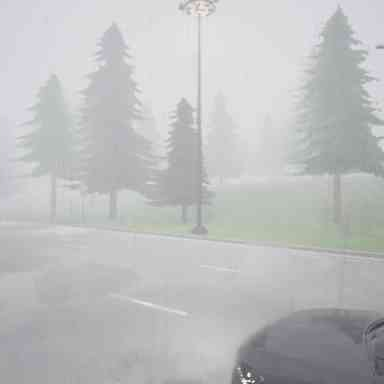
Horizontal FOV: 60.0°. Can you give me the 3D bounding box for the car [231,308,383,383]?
[{"bbox_3d":[2.593,1.505,2.142,4.892,1.490,1.837,0,0,36],"label":"car"}]
